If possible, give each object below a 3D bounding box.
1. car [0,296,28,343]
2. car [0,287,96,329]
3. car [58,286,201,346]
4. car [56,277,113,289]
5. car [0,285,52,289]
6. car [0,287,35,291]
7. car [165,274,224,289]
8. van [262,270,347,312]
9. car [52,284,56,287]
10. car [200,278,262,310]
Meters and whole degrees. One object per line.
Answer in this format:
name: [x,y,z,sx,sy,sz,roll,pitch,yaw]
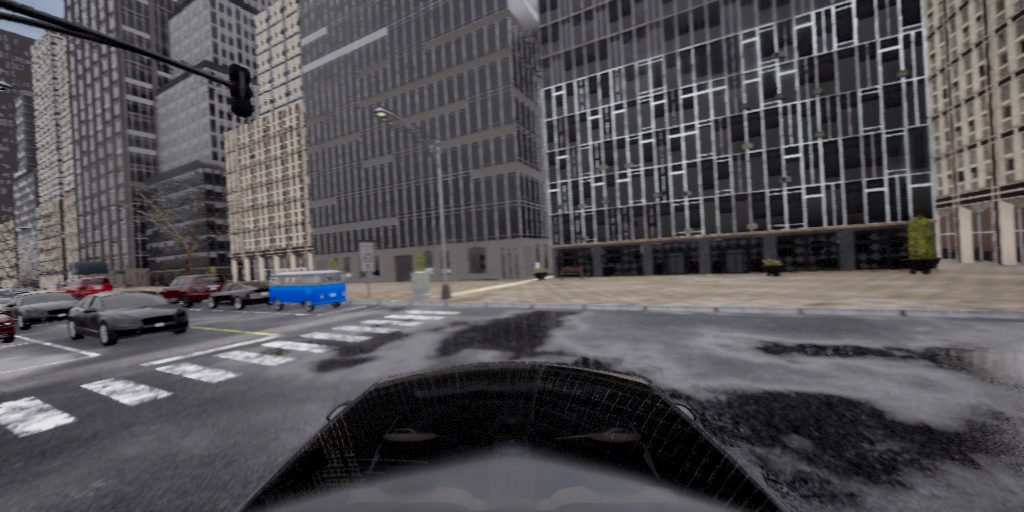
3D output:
car: [-18.317,2.270,11.903,4.507,1.381,1.888,0,0,27]
car: [-21.277,2.383,16.339,4.892,1.490,1.837,-3,0,27]
car: [-12.779,1.931,11.917,4.892,1.490,1.837,-3,0,27]
car: [-37.815,2.976,31.922,5.566,2.045,2.150,-3,0,27]
car: [-42.193,3.478,30.815,4.902,1.511,2.128,-3,0,28]
car: [-31.042,2.888,21.430,4.902,1.511,2.128,-3,0,28]
car: [-19.355,2.081,21.885,5.009,1.841,2.192,0,0,27]
van: [-9.566,1.588,16.795,3.998,1.789,1.690,0,0,27]
car: [-43.957,3.429,35.125,4.553,1.767,2.097,-3,0,27]
car: [-14.460,2.072,19.340,4.313,1.339,1.948,0,0,27]
